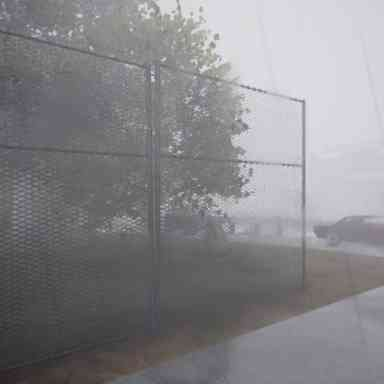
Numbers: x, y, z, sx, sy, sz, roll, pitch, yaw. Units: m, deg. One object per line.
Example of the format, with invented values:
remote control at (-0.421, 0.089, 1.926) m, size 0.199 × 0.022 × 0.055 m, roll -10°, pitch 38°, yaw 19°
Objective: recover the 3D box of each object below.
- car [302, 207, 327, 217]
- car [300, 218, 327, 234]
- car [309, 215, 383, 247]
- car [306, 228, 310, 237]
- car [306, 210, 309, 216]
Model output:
car at (30.948, 5.044, 84.187) m, size 5.566 × 2.045 × 2.435 m, roll 1°, pitch 0°, yaw 35°
car at (16.140, 4.388, 44.075) m, size 1.946 × 1.575 × 5.366 m, roll 0°, pitch 0°, yaw 36°
car at (7.669, 1.654, 14.006) m, size 1.895 × 1.301 × 4.718 m, roll -1°, pitch -2°, yaw -33°
car at (8.228, 4.373, 25.703) m, size 2.435 × 2.045 × 5.566 m, roll 0°, pitch 1°, yaw 36°
car at (28.474, 5.120, 82.495) m, size 4.553 × 1.767 × 2.185 m, roll 1°, pitch 0°, yaw 35°
